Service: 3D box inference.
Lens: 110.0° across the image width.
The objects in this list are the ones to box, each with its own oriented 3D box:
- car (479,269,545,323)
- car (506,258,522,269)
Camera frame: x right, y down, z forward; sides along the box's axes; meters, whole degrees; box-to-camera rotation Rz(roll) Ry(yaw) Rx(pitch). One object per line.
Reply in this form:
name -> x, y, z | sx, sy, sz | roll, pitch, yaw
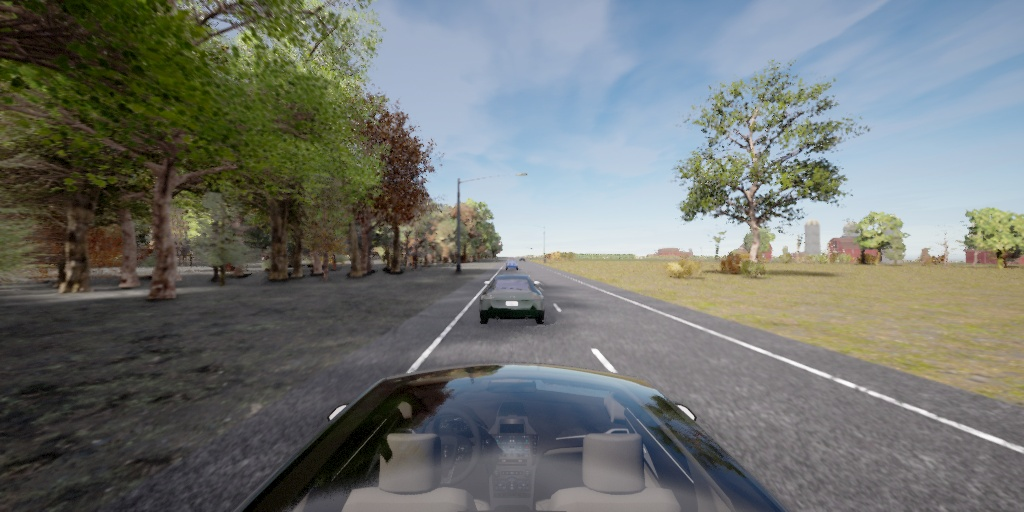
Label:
car -> 0.000, 1.321, 12.149 | 1.994, 1.385, 4.181 | 0, 0, 0
car -> -0.002, 1.292, 53.920 | 2.033, 1.411, 5.357 | 0, 0, 0
